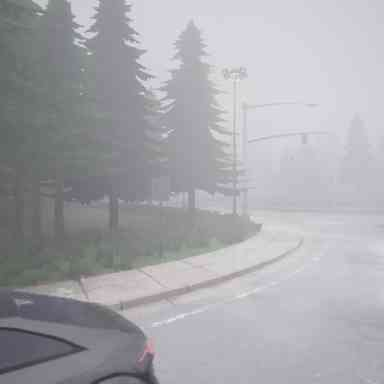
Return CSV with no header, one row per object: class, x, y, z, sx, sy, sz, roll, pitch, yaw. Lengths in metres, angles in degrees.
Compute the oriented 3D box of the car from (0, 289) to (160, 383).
car,-2.314,1.564,2.455,4.181,1.385,1.994,0,0,-37
